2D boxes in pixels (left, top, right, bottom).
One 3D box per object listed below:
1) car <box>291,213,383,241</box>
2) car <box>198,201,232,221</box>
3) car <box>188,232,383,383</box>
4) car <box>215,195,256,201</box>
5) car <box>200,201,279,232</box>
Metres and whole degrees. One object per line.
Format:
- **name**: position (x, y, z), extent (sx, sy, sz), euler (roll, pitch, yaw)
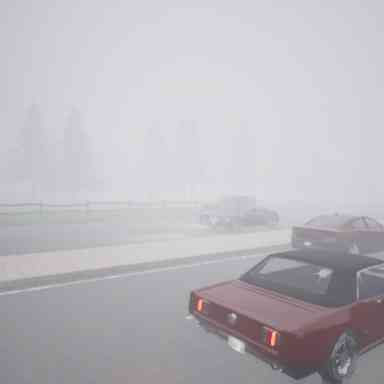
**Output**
- **car**: position (5.716, 1.519, 12.095), extent (5.008, 1.535, 1.882), euler (0, 0, -35)
- **car**: position (3.087, 1.604, 24.516), extent (5.357, 1.411, 2.033), euler (0, 0, -35)
- **car**: position (2.362, 1.618, 5.412), extent (4.718, 1.301, 1.895), euler (0, 0, -36)
- **car**: position (3.376, 1.292, 28.978), extent (5.566, 2.045, 2.150), euler (1, 0, -35)
- **car**: position (3.239, 1.542, 20.351), extent (4.902, 1.511, 2.128), euler (1, 0, -35)
